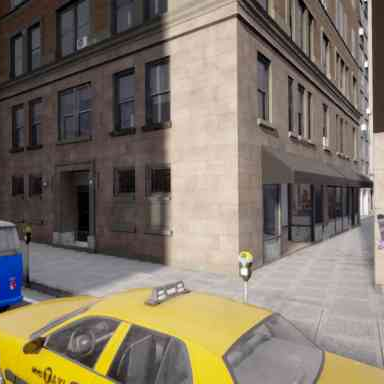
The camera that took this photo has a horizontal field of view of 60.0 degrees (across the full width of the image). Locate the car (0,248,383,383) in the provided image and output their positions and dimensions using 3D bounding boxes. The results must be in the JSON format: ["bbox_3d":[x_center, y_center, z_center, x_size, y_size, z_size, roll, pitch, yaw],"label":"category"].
[{"bbox_3d":[-0.432,1.526,3.168,4.829,1.417,1.752,0,-1,36],"label":"car"}]

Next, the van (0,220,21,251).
[{"bbox_3d":[-4.908,1.342,6.371,3.998,1.788,1.690,0,-1,36],"label":"van"}]
